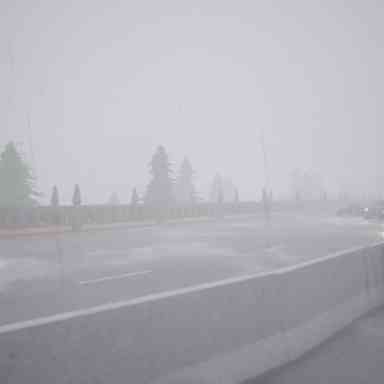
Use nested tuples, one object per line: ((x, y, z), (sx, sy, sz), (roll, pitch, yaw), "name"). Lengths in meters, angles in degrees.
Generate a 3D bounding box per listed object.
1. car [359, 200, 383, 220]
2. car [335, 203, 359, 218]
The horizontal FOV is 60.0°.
((16.107, 1.445, 27.717), (4.553, 1.767, 2.097), (0, 0, -42), "car")
((15.672, 1.716, 32.059), (4.718, 1.301, 1.895), (0, 0, -42), "car")
